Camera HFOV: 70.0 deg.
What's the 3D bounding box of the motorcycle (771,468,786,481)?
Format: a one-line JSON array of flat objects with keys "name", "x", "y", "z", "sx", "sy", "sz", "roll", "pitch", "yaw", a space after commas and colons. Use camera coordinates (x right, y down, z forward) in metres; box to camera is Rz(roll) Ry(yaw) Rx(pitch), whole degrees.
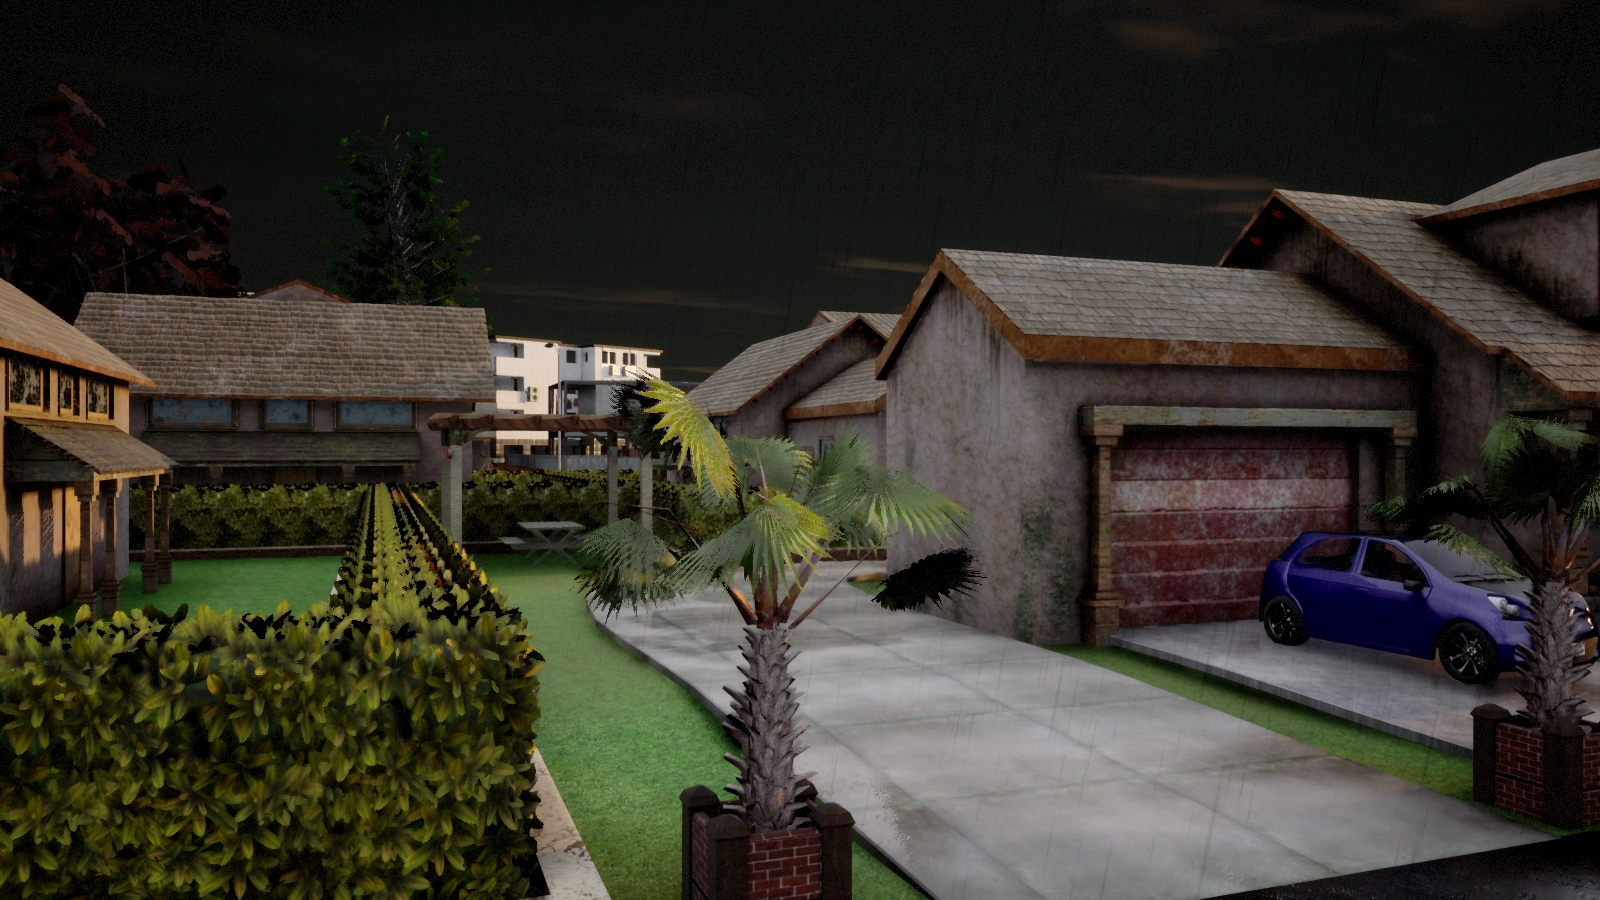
[{"name": "motorcycle", "x": -1.939, "y": 2.199, "z": 102.837, "sx": 0.803, "sy": 1.199, "sz": 2.033, "roll": 0, "pitch": 0, "yaw": -20}]
